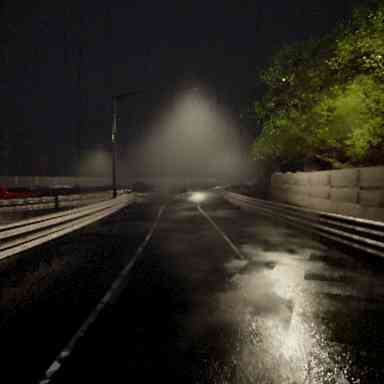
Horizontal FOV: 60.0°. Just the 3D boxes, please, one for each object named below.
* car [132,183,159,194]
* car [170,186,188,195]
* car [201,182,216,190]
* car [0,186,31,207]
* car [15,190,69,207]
[{"bbox_3d":[-8.730,-0.683,60.546,2.150,2.045,5.566,1,2,23],"label":"car"},{"bbox_3d":[-2.217,-0.279,57.949,1.994,1.385,4.181,1,3,23],"label":"car"},{"bbox_3d":[4.055,-1.554,81.275,2.150,2.045,5.566,1,2,23],"label":"car"},{"bbox_3d":[-16.934,0.441,32.414,2.150,2.045,5.566,1,2,23],"label":"car"},{"bbox_3d":[-13.669,0.775,31.150,1.812,1.442,4.674,1,2,23],"label":"car"}]
